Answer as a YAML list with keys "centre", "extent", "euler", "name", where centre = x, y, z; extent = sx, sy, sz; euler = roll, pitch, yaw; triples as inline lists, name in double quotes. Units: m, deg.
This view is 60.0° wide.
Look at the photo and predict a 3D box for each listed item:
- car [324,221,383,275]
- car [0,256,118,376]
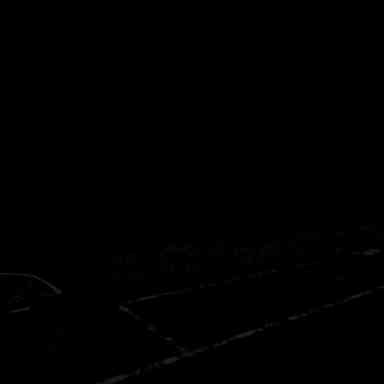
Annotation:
- centre: [5.893, 1.574, 10.365]
  extent: [4.206, 1.307, 1.802]
  euler: [0, 0, -35]
  name: "car"
- centre: [-3.108, 1.551, 3.976]
  extent: [4.403, 1.369, 2.008]
  euler: [0, 0, -35]
  name: "car"
